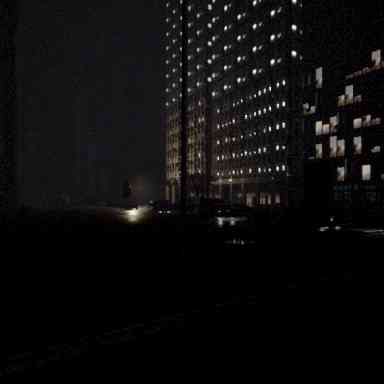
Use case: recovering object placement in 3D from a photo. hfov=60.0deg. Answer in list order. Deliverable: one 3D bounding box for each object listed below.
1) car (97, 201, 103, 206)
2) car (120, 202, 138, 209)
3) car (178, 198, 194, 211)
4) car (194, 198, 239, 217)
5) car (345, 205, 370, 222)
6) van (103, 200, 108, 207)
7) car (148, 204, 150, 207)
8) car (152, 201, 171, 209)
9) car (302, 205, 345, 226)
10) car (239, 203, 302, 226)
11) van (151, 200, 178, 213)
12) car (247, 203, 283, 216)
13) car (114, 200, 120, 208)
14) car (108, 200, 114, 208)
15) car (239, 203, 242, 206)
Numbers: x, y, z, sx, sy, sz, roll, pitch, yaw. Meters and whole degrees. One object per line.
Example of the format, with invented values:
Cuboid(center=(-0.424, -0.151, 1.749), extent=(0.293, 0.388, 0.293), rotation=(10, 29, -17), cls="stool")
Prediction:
Cuboid(center=(-23.529, 3.053, 86.602), extent=(1.887, 1.381, 4.507), rotation=(-1, -1, -26), cls="car")
Cuboid(center=(-11.235, 2.525, 61.312), extent=(2.008, 1.369, 4.403), rotation=(-1, -1, -26), cls="car")
Cuboid(center=(-1.330, 2.024, 54.099), extent=(2.150, 2.045, 5.566), rotation=(0, -1, -26), cls="car")
Cuboid(center=(2.715, 1.724, 38.576), extent=(2.150, 2.045, 5.566), rotation=(0, -1, -26), cls="car")
Cuboid(center=(13.516, 1.854, 29.568), extent=(2.008, 1.369, 4.403), rotation=(-1, -1, -26), cls="car")
Cuboid(center=(-18.615, 2.634, 76.488), extent=(1.690, 1.788, 3.998), rotation=(-1, -1, -26), cls="van")
Cuboid(center=(-8.615, 2.808, 75.092), extent=(1.802, 1.307, 4.206), rotation=(-1, -1, -26), cls="car")
Cuboid(center=(-5.875, 2.469, 63.329), extent=(1.882, 1.535, 5.008), rotation=(0, -1, -26), cls="car")
Cuboid(center=(8.879, 1.744, 25.892), extent=(2.128, 1.511, 4.902), rotation=(0, -1, -26), cls="car")
Cuboid(center=(5.979, 1.813, 25.904), extent=(2.008, 1.369, 4.403), rotation=(-1, -1, -26), cls="car")
Cuboid(center=(-3.861, 2.005, 46.141), extent=(1.690, 1.788, 3.998), rotation=(-1, -1, -26), cls="van")
Cuboid(center=(8.598, 2.068, 39.685), extent=(1.947, 1.339, 4.313), rotation=(-1, -1, -26), cls="car")
Cuboid(center=(-13.620, 2.602, 66.218), extent=(1.752, 1.417, 4.829), rotation=(-1, -1, -26), cls="car")
Cuboid(center=(-16.153, 2.731, 71.429), extent=(1.887, 1.381, 4.507), rotation=(-1, -1, -26), cls="car")
Cuboid(center=(6.139, 2.168, 44.743), extent=(1.947, 1.339, 4.313), rotation=(-1, -1, -26), cls="car")
